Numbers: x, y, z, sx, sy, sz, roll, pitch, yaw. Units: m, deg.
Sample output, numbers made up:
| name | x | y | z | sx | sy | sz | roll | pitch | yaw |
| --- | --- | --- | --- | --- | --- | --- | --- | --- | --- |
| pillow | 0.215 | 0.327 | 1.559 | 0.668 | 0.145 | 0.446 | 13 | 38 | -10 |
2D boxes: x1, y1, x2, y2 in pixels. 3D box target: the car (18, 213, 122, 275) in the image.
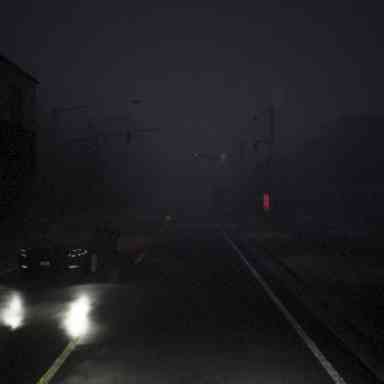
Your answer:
| name | x | y | z | sx | sy | sz | roll | pitch | yaw |
| --- | --- | --- | --- | --- | --- | --- | --- | --- | --- |
| car | -3.567 | 1.473 | 10.608 | 1.882 | 1.535 | 5.008 | 0 | 0 | 0 |
